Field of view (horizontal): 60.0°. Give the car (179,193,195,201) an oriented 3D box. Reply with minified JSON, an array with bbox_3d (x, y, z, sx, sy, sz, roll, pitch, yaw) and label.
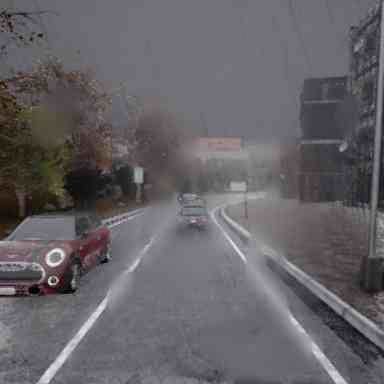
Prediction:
[{"bbox_3d":[-0.525,1.006,50.798,2.097,1.767,4.553,1,2,14],"label":"car"}]

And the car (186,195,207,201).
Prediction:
[{"bbox_3d":[0.943,1.447,38.688,2.033,1.411,5.357,1,1,7],"label":"car"}]

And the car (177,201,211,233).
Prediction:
[{"bbox_3d":[0.098,1.509,19.213,2.033,1.411,5.357,0,0,0],"label":"car"}]

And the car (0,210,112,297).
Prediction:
[{"bbox_3d":[-3.594,1.335,8.720,2.097,1.767,4.553,0,0,0],"label":"car"}]
